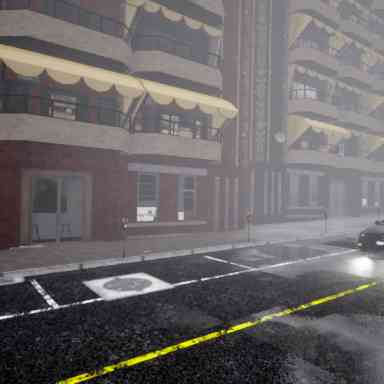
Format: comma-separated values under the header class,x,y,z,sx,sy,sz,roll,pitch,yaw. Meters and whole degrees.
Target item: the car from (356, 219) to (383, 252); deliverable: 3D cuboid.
class,x,y,z,sx,sy,sz,roll,pitch,yaw
car,8.067,1.573,12.535,4.181,1.385,1.994,0,0,-35
